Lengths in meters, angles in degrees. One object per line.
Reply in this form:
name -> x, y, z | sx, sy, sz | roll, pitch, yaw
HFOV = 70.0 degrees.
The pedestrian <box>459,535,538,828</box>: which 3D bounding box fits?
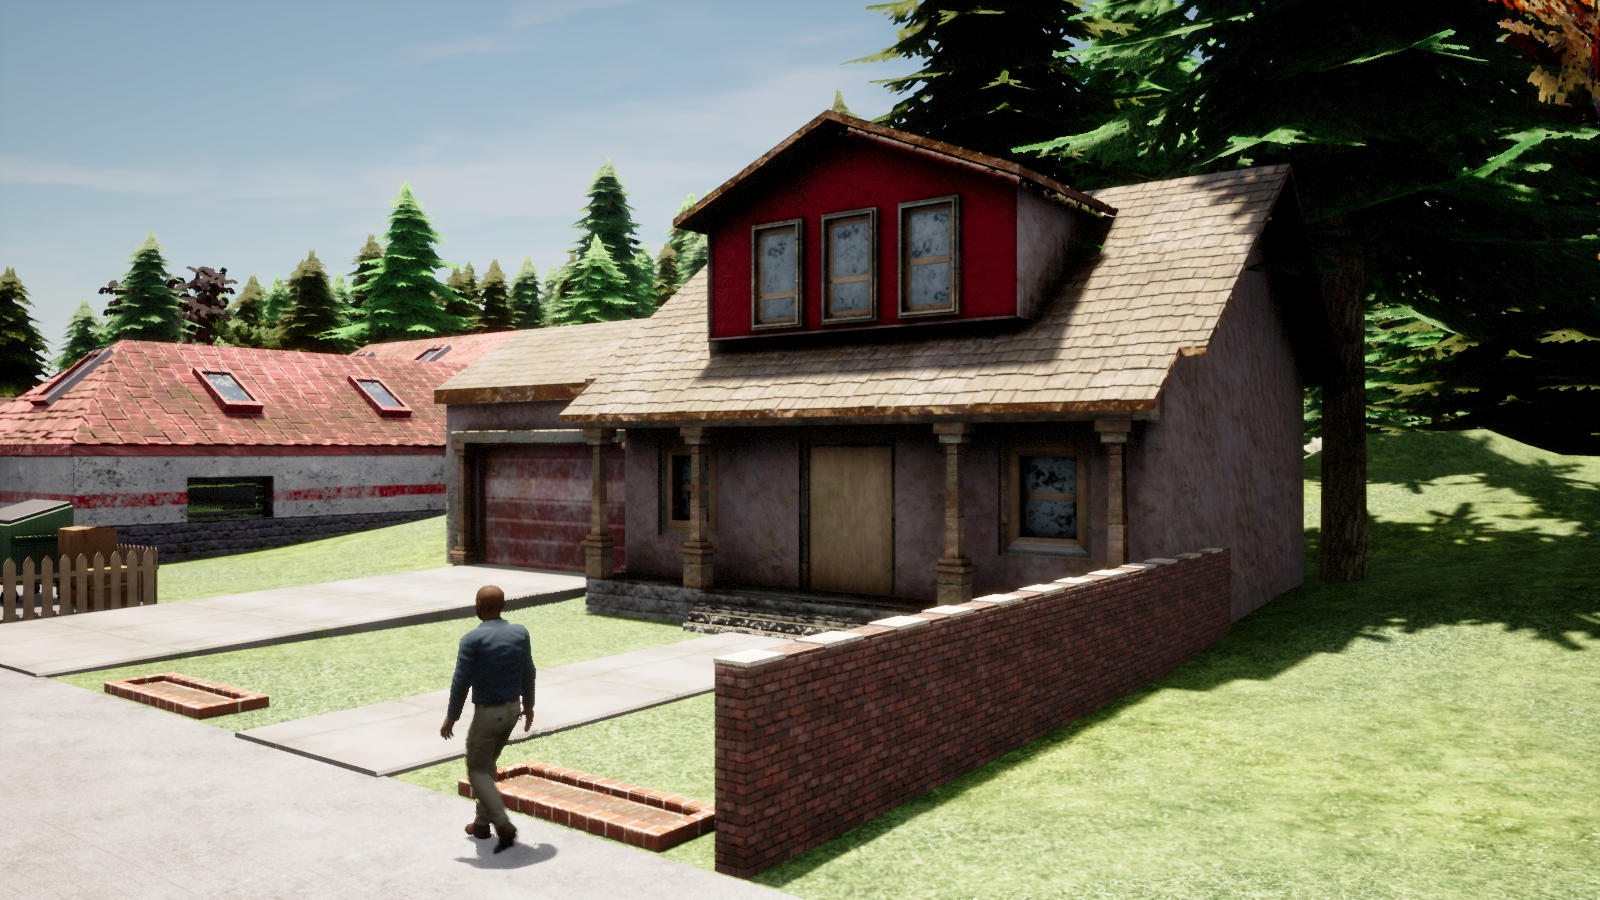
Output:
pedestrian -> -2.030, 1.524, 7.691 | 0.375, 1.860, 0.375 | 0, 0, 44
